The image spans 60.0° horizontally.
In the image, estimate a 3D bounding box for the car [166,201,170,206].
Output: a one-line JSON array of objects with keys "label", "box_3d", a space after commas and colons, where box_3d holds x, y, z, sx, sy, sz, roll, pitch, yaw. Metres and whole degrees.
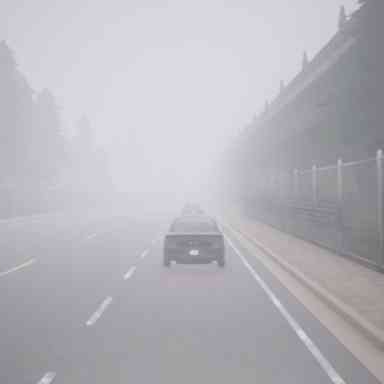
[{"label": "car", "box_3d": [-2.401, 1.748, 56.028, 1.994, 1.385, 4.181, 0, 0, 37]}]

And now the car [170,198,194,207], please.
[{"label": "car", "box_3d": [-0.801, 1.773, 52.449, 1.895, 1.301, 4.718, 0, 0, 35]}]

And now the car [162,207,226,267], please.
[{"label": "car", "box_3d": [0.063, 1.516, 11.651, 1.882, 1.535, 5.008, 0, 0, 0]}]

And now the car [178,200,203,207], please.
[{"label": "car", "box_3d": [0.093, 1.663, 30.233, 1.994, 1.385, 4.181, 0, 0, 1]}]
